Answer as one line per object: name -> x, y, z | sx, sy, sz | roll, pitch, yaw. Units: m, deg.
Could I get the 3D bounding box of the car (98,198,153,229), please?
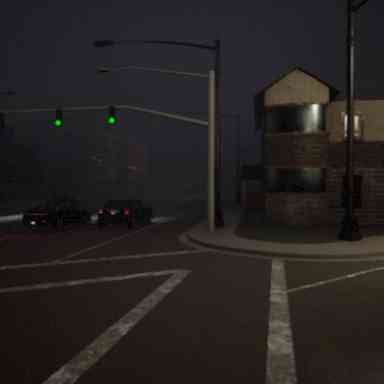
car -> -3.976, 1.154, 20.585 | 2.097, 1.767, 4.553 | 0, 1, 11

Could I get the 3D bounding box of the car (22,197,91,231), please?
car -> -7.742, 1.323, 19.558 | 2.128, 1.511, 4.902 | 0, 1, 11

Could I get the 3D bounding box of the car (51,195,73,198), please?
car -> -12.622, 1.064, 31.800 | 2.128, 1.511, 4.902 | 0, 2, 12
